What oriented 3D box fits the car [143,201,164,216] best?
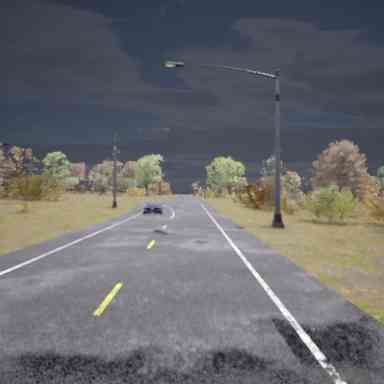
[{"bbox_3d":[-3.771,1.615,33.132,1.895,1.301,4.718,0,0,-2],"label":"car"}]
